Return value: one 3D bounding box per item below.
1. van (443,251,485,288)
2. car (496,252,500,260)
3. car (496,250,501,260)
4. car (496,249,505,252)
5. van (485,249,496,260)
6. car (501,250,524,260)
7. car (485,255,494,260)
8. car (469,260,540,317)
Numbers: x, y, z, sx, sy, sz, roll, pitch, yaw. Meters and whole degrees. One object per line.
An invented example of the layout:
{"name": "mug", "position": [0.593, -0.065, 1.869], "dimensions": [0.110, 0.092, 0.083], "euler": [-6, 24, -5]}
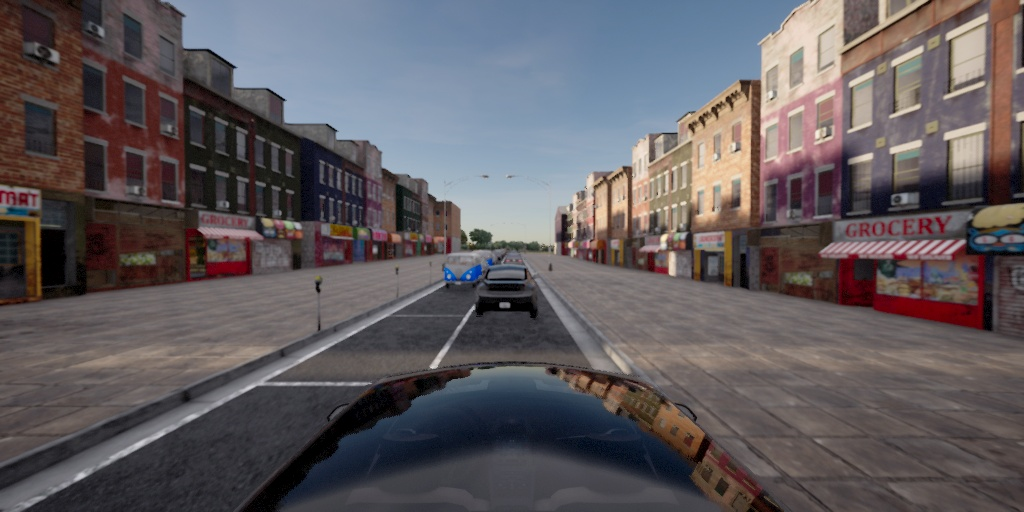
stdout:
{"name": "van", "position": [-2.584, 0.725, 19.313], "dimensions": [1.690, 1.789, 3.998], "euler": [0, 0, 0]}
{"name": "car", "position": [-2.534, 0.484, 35.948], "dimensions": [1.948, 1.339, 4.313], "euler": [0, 0, 0]}
{"name": "car", "position": [-2.517, 0.322, 41.488], "dimensions": [1.802, 1.307, 4.207], "euler": [0, 0, 0]}
{"name": "car", "position": [-2.483, -0.045, 52.559], "dimensions": [1.948, 1.339, 4.313], "euler": [0, 0, 0]}
{"name": "van", "position": [-2.550, 0.427, 30.404], "dimensions": [1.690, 1.789, 3.998], "euler": [0, 0, 0]}
{"name": "car", "position": [0.205, 0.436, 36.887], "dimensions": [2.033, 1.411, 5.357], "euler": [0, 2, 0]}
{"name": "car", "position": [-2.567, 0.792, 24.859], "dimensions": [2.007, 1.370, 4.403], "euler": [0, 0, 0]}
{"name": "car", "position": [-0.115, 1.052, 12.192], "dimensions": [1.837, 1.490, 4.892], "euler": [0, 1, 2]}
